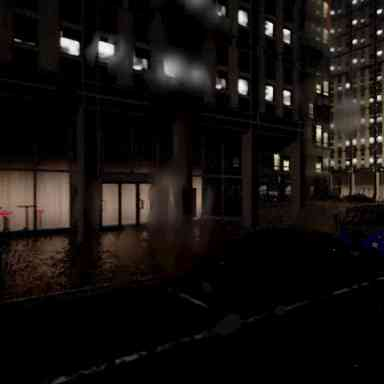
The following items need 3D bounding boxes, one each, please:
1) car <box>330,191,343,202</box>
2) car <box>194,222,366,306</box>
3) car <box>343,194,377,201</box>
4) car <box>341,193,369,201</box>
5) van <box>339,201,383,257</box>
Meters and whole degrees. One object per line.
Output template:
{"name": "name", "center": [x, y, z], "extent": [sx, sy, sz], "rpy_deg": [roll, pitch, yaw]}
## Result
{"name": "car", "center": [22.942, 0.701, 55.629], "extent": [2.192, 1.841, 5.009], "rpy_deg": [1, 0, -36]}
{"name": "car", "center": [2.067, 1.561, 8.039], "extent": [4.313, 1.339, 1.947], "rpy_deg": [0, 0, -36]}
{"name": "car", "center": [26.186, 1.075, 51.102], "extent": [1.802, 1.307, 4.206], "rpy_deg": [1, 0, -36]}
{"name": "car", "center": [29.707, 0.950, 60.567], "extent": [1.802, 1.307, 4.206], "rpy_deg": [1, 0, -36]}
{"name": "van", "center": [6.662, 1.332, 11.324], "extent": [3.998, 1.788, 1.690], "rpy_deg": [0, 0, -36]}
